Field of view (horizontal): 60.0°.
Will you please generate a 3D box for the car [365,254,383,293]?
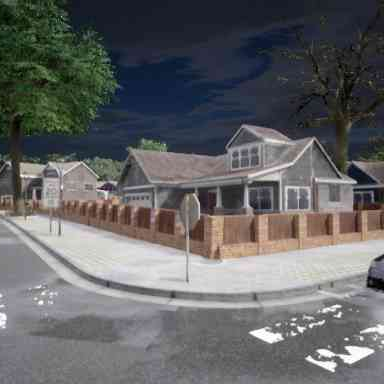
[{"bbox_3d":[5.935,1.631,7.742,4.181,1.385,1.994,0,-2,-33],"label":"car"}]
